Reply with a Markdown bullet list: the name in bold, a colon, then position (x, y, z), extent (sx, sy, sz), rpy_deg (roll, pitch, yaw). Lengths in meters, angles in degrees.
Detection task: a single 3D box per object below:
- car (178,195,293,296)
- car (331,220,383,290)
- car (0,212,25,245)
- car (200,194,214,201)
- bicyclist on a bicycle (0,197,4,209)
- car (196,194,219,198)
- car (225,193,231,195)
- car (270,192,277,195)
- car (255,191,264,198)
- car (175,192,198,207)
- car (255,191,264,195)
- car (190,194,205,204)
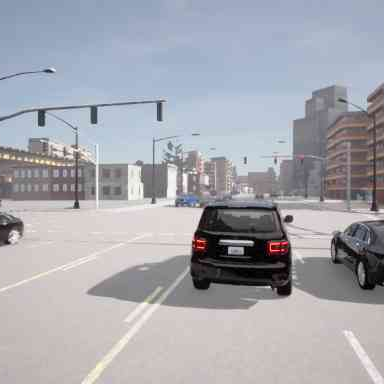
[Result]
- **car**: position (1.509, 1.221, 8.997), extent (2.150, 2.045, 5.566), rpy_deg (0, 0, 14)
- **car**: position (5.071, 1.505, 8.886), extent (1.837, 1.490, 4.892), rpy_deg (0, 0, 11)
- **car**: position (-8.628, 1.505, 12.809), extent (1.837, 1.490, 4.892), rpy_deg (0, 0, 11)
- **car**: position (3.133, 1.075, 68.167), extent (2.033, 1.411, 5.357), rpy_deg (0, 1, 12)
- **bicyclist on a bicycle**: position (-23.941, 1.303, 41.344), extent (0.582, 1.620, 1.656), rpy_deg (0, 0, 10)
- **car**: position (2.216, 1.381, 46.018), extent (1.837, 1.490, 4.892), rpy_deg (0, 1, 11)
- **car**: position (5.879, 1.091, 64.214), extent (1.837, 1.490, 4.892), rpy_deg (0, 1, 12)
- **car**: position (20.654, 0.744, 84.468), extent (2.033, 1.411, 5.357), rpy_deg (0, 1, 11)
- **car**: position (17.218, 0.559, 85.138), extent (2.097, 1.767, 4.553), rpy_deg (0, 1, 11)
- **car**: position (-0.871, 1.079, 48.417), extent (2.150, 2.045, 5.566), rpy_deg (0, 1, 12)
- **car**: position (15.235, 0.889, 75.134), extent (2.128, 1.511, 4.902), rpy_deg (0, 1, 11)
- **car**: position (1.019, 1.217, 57.898), extent (1.837, 1.490, 4.892), rpy_deg (0, 1, 11)
